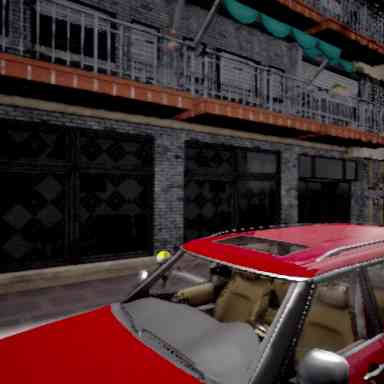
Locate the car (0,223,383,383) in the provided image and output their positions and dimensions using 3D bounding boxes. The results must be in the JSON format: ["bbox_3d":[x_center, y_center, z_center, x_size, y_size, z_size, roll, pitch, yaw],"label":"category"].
[{"bbox_3d":[0.713,1.306,2.934,5.009,1.841,2.192,0,1,-35],"label":"car"}]
